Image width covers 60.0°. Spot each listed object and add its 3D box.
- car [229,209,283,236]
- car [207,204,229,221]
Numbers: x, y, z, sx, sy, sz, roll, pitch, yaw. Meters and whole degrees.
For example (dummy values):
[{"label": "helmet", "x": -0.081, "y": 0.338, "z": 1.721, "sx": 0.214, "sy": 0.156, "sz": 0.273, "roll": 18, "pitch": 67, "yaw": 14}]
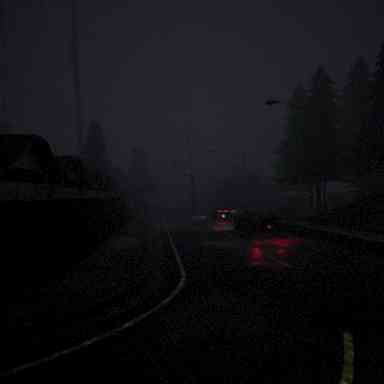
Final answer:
[{"label": "car", "x": 3.962, "y": 1.778, "z": 20.600, "sx": 1.882, "sy": 1.535, "sz": 5.008, "roll": 0, "pitch": -1, "yaw": -6}, {"label": "car", "x": 2.629, "y": 1.971, "z": 32.882, "sx": 1.837, "sy": 1.490, "sz": 4.892, "roll": 0, "pitch": -1, "yaw": -6}]
